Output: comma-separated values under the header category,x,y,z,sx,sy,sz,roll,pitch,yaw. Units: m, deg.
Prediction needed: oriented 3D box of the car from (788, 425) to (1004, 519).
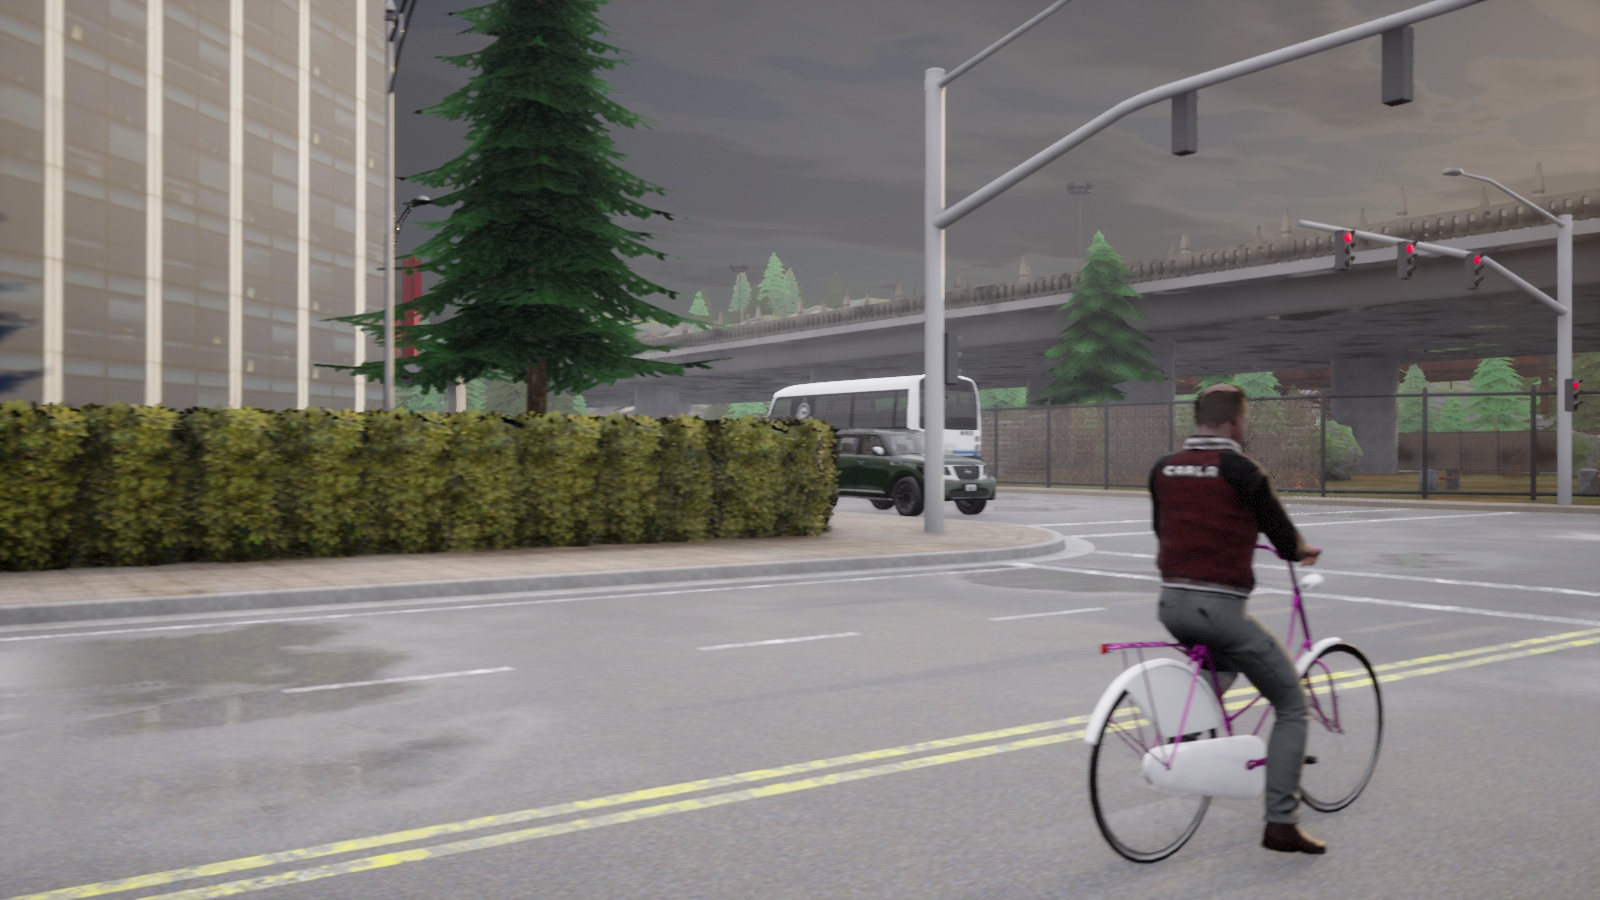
category,x,y,z,sx,sy,sz,roll,pitch,yaw
car,2.156,0.478,30.185,2.150,2.045,5.566,0,0,-35

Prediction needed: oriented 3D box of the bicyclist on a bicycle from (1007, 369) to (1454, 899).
category,x,y,z,sx,sy,sz,roll,pitch,yaw
bicyclist on a bicycle,1.707,0.624,4.847,1.843,1.776,0.659,0,0,-35

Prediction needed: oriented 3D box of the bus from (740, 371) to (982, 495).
category,x,y,z,sx,sy,sz,roll,pitch,yaw
bus,2.065,-0.572,48.751,3.944,4.253,10.273,0,0,-35
